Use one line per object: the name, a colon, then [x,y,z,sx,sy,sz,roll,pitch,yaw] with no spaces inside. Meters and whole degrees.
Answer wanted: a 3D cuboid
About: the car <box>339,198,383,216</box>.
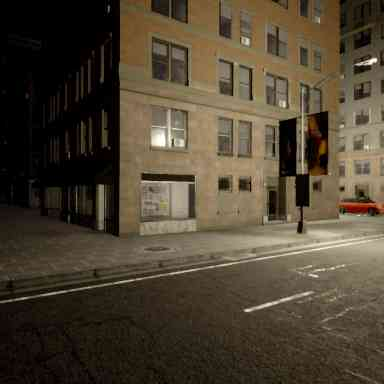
car: [16.418,1.340,31.896,2.097,1.767,4.553,0,0,-35]
